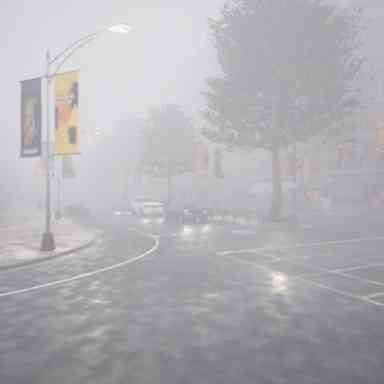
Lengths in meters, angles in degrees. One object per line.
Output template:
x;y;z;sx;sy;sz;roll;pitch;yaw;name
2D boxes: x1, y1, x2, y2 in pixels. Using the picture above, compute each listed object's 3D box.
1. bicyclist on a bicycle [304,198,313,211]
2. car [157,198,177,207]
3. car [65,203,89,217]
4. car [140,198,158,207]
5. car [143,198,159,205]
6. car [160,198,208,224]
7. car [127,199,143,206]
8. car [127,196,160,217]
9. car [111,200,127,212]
14.178;1.497;40.628;1.656;1.620;0.582;0;0;-26;bicyclist on a bicycle
-4.551;1.849;60.675;1.882;1.535;5.008;0;0;-26;car
-11.826;1.834;34.251;1.895;1.301;4.718;0;0;-27;car
-7.687;1.898;59.121;1.812;1.442;4.674;0;0;-26;car
-8.436;1.930;68.518;1.994;1.385;4.181;0;0;-26;car
-0.531;1.511;26.428;2.097;1.767;4.553;0;0;-26;car
-11.585;2.037;66.991;1.895;1.301;4.718;0;0;-26;car
-4.841;1.442;35.136;2.150;2.045;5.566;0;0;-26;car
-9.554;1.819;44.676;1.812;1.442;4.674;0;0;-26;car
